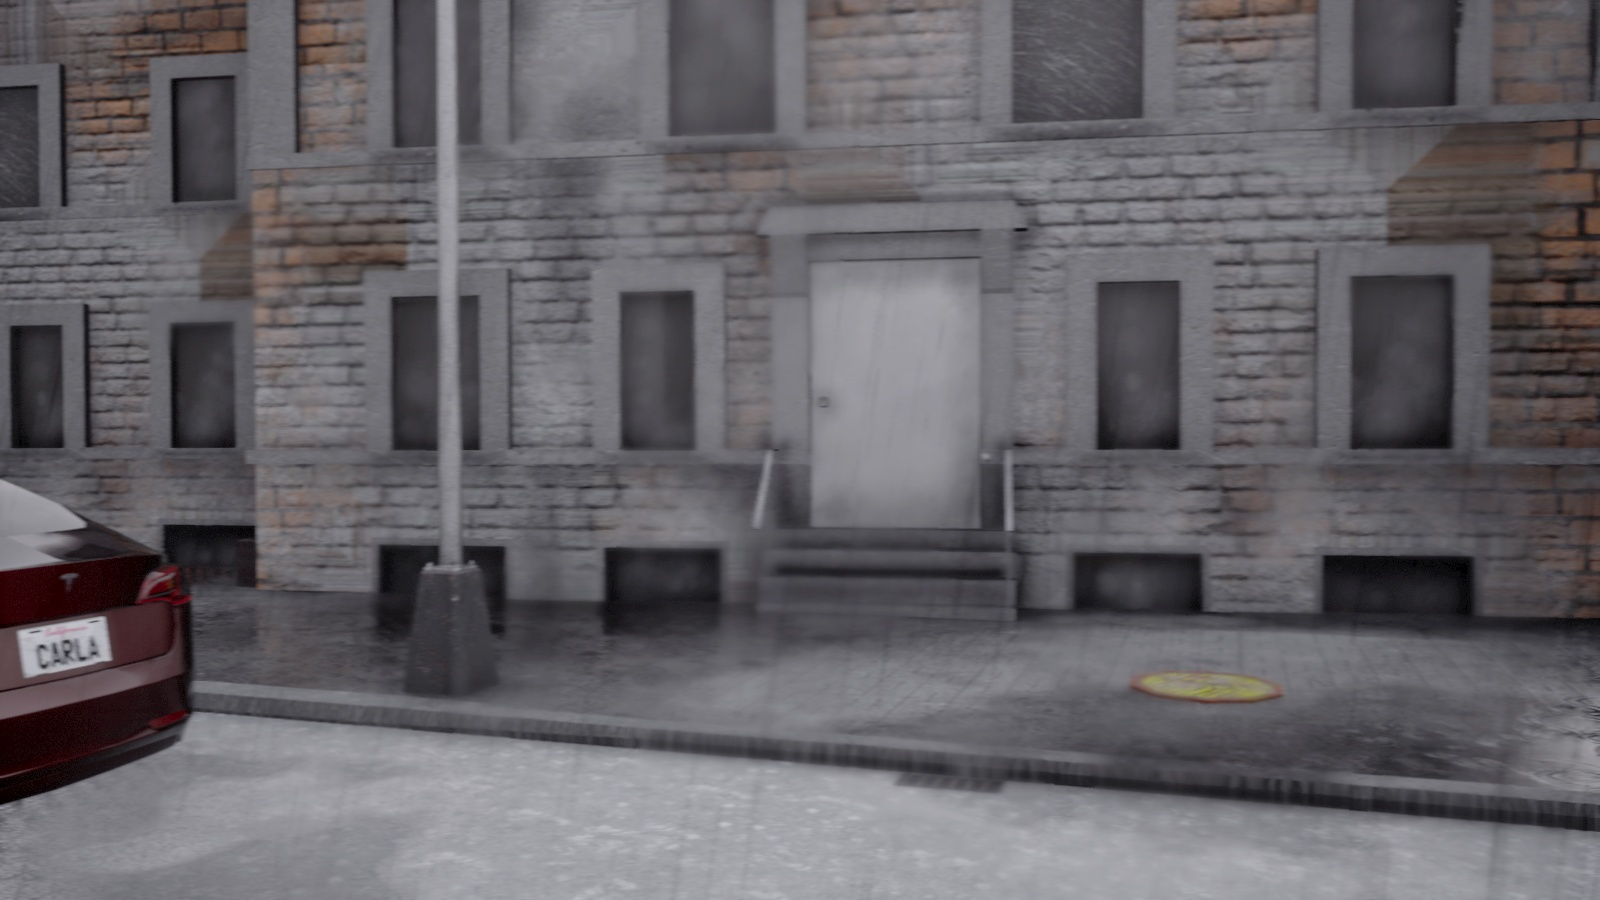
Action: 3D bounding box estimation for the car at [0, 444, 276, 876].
[{"bbox_3d":[-4.977,0.721,5.392,4.792,1.488,2.163,1,1,19],"label":"car"}]
